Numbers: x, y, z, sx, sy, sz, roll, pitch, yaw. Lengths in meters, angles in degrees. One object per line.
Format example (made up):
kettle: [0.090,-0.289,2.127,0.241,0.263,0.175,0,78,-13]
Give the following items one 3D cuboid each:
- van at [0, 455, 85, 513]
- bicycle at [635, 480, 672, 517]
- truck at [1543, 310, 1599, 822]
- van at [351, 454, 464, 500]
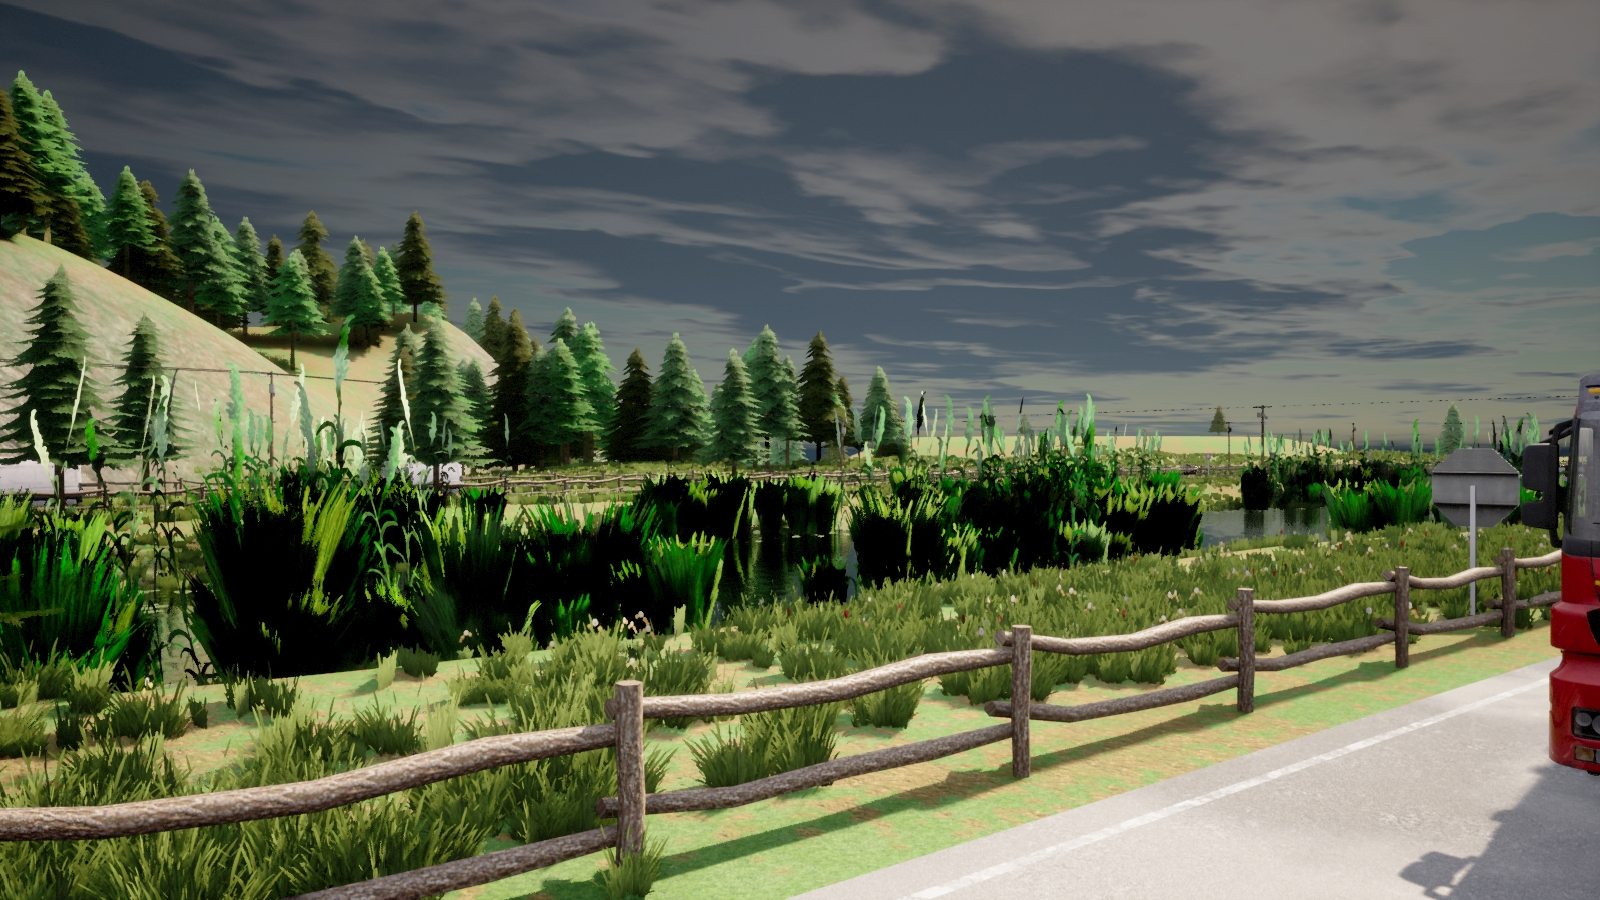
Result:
van: [-35.961,1.535,51.615,1.988,2.561,5.915,0,0,42]
bicycle: [-6.155,2.021,48.033,1.643,1.496,0.373,-1,0,-43]
truck: [9.610,0.862,10.983,2.891,3.827,8.468,0,0,42]
van: [-22.637,1.536,66.131,1.988,2.561,5.915,0,0,44]
